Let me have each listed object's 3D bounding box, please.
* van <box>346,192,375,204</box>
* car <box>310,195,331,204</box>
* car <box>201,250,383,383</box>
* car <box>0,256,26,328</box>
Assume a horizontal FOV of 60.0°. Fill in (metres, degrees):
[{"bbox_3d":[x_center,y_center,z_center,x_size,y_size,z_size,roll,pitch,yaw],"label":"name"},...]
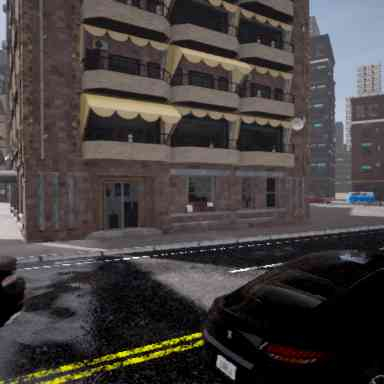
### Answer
[{"bbox_3d":[26.545,0.922,52.213,3.998,1.788,1.690,1,0,28],"label":"van"},{"bbox_3d":[17.579,1.140,47.436,4.206,1.307,1.802,1,0,28],"label":"car"},{"bbox_3d":[2.323,1.528,4.392,4.674,1.442,1.812,0,0,-30],"label":"car"},{"bbox_3d":[-4.863,1.493,4.240,4.902,1.511,2.128,0,0,-29],"label":"car"}]
